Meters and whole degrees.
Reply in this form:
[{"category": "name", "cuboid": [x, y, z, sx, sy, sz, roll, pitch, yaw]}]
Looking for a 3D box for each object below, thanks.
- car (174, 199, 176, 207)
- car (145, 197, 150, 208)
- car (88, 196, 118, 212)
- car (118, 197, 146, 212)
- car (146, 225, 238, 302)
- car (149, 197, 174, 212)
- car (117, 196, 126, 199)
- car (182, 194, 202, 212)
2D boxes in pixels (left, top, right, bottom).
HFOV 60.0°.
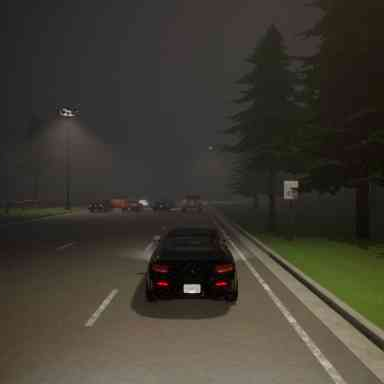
[{"category": "car", "cuboid": [-3.491, 1.478, 49.157, 1.882, 1.535, 5.008, 0, 0, 0]}, {"category": "car", "cuboid": [-6.991, 1.526, 49.158, 1.812, 1.442, 4.674, 0, 0, 0]}, {"category": "car", "cuboid": [-10.493, 1.547, 38.739, 2.033, 1.411, 5.357, 0, 0, 0]}, {"category": "car", "cuboid": [-6.993, 1.601, 39.185, 1.895, 1.301, 4.718, 0, 0, 0]}, {"category": "car", "cuboid": [0.002, 1.526, 8.124, 1.812, 1.442, 4.674, 0, 0, 0]}, {"category": "car", "cuboid": [-3.493, 1.564, 39.154, 1.994, 1.385, 4.181, 0, 0, 0]}, {"category": "car", "cuboid": [-10.491, 1.352, 49.129, 2.097, 1.767, 4.553, 0, 0, 0]}, {"category": "car", "cuboid": [0.007, 1.221, 38.767, 2.150, 2.045, 5.566, 0, 0, 0]}]
